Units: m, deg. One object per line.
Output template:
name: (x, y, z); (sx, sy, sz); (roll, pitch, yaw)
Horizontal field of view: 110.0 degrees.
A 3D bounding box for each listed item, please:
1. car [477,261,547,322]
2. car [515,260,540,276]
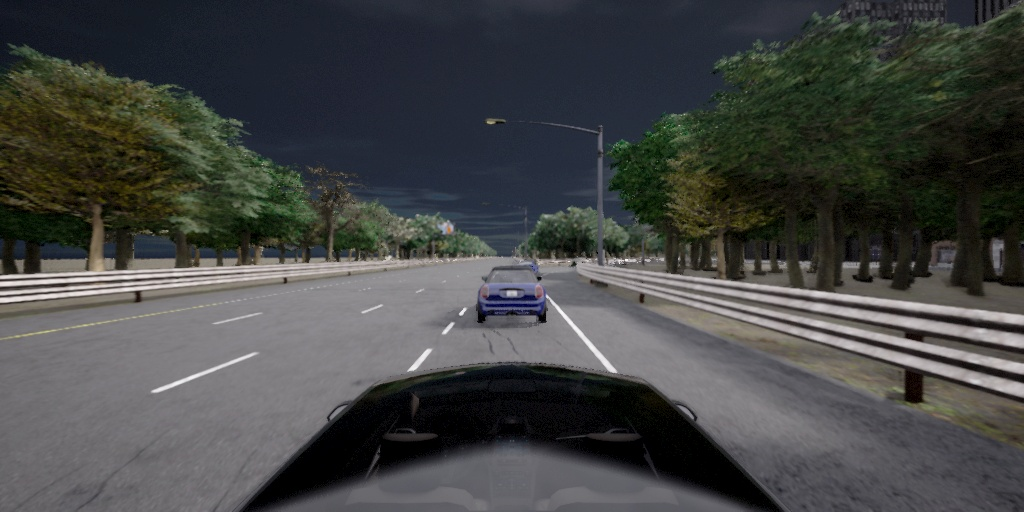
car: (-0.003, 1.096, 12.427); (2.097, 1.767, 4.553); (0, 0, 0)
car: (1.704, 1.226, 37.242); (1.882, 1.535, 5.008); (0, 0, 11)
